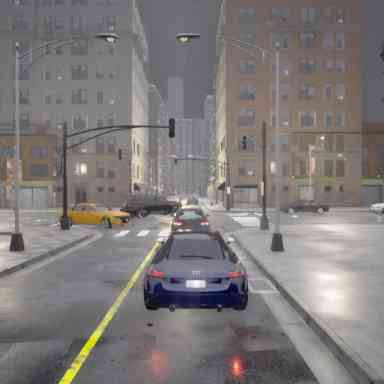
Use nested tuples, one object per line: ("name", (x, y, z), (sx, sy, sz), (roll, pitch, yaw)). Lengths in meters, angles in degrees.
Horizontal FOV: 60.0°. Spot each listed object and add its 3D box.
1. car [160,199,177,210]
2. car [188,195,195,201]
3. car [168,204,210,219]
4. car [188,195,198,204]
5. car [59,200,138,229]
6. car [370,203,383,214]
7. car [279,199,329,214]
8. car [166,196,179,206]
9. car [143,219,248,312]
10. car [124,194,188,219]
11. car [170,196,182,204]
("car", (-3.078, 1.617, 44.826), (1.895, 1.301, 4.718), (0, 0, 0))
("car", (-0.116, 1.534, 87.043), (1.882, 1.535, 5.008), (0, 0, 0))
("car", (-0.087, 1.525, 16.529), (1.812, 1.442, 4.674), (0, 0, -2))
("car", (0.070, 1.522, 59.700), (2.128, 1.511, 4.902), (0, 0, 0))
("car", (-6.304, 1.492, 21.617), (5.008, 1.535, 1.882), (0, -1, 23))
("car", (20.419, 1.438, 33.352), (4.674, 1.442, 1.812), (0, 0, -1))
("car", (11.157, 1.449, 33.298), (4.892, 1.490, 1.837), (0, 0, 0))
("car", (-3.105, 1.504, 55.118), (1.882, 1.535, 5.008), (0, 0, 0))
("car", (0.083, 1.564, 7.785), (1.994, 1.385, 4.181), (0, 0, 0))
("car", (-3.476, 1.227, 29.252), (5.566, 2.045, 2.150), (-1, 1, -36))
("car", (-3.081, 1.585, 65.756), (2.033, 1.411, 5.357), (0, 0, 0))
